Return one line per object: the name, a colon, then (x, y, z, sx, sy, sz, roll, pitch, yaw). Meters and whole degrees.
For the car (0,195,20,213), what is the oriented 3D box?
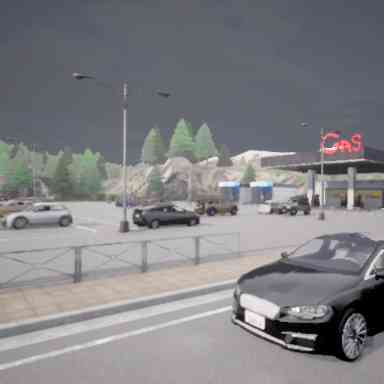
car: (-20.897, 1.299, 35.974, 3.866, 1.878, 1.905, 1, 0, -36)

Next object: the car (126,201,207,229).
car: (-1.592, 1.580, 21.660, 4.514, 1.523, 2.007, 1, 0, -36)

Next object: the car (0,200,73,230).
car: (-9.456, 1.457, 20.537, 3.806, 1.475, 1.970, 1, 0, -36)

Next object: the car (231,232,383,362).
car: (2.909, 1.538, 6.023, 4.902, 1.511, 2.128, 1, 0, -34)

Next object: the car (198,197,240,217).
car: (2.511, 1.459, 33.131, 4.605, 1.855, 1.932, 1, 0, -36)

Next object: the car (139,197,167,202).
car: (-4.160, 1.665, 43.675, 4.514, 1.523, 2.007, 1, 0, -36)

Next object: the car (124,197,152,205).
car: (-10.592, 1.759, 65.925, 5.027, 1.636, 2.152, 1, 0, -36)

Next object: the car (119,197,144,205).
car: (-12.460, 1.768, 68.446, 4.514, 1.523, 2.007, 1, 0, -36)

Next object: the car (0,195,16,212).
car: (-22.923, 1.316, 38.097, 4.605, 1.855, 1.932, 1, 0, -36)

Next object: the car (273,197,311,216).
car: (10.823, 1.502, 35.036, 3.866, 1.878, 1.905, 1, 0, -36)

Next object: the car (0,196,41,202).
car: (-13.453, 1.376, 25.569, 5.027, 1.636, 2.152, 1, 0, -36)

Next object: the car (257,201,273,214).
car: (9.383, 1.791, 38.094, 3.806, 1.475, 1.970, 1, 0, -36)

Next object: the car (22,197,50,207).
car: (-25.858, 1.663, 55.184, 3.806, 1.475, 1.970, 1, 0, -36)

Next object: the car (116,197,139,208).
car: (-9.940, 1.687, 51.826, 3.633, 1.501, 1.845, 1, 0, -36)
